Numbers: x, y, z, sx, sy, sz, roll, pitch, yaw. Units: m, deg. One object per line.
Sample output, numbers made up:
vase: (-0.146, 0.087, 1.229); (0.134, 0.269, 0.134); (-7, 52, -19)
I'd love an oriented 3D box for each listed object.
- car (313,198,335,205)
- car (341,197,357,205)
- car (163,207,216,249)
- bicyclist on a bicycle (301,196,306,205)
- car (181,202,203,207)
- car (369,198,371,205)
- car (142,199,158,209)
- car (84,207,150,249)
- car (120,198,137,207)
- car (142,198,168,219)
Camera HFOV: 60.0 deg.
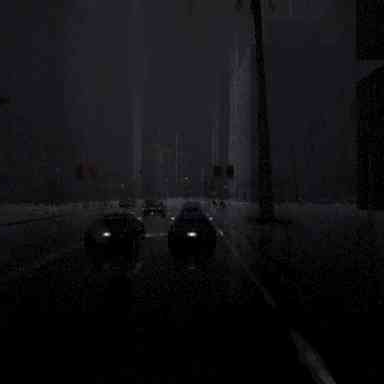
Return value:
car: (26.463, 1.866, 66.679); (4.206, 1.307, 1.802); (0, -1, -1)
car: (32.100, 1.710, 66.768); (4.097, 1.590, 1.967); (0, -1, -1)
car: (0.000, 1.590, 14.652); (1.994, 1.385, 4.181); (0, 0, 0)
bicyclist on a bicycle: (18.393, 1.425, 55.069); (0.582, 1.620, 1.656); (0, -1, -1)
car: (-0.001, 1.601, 29.655); (1.812, 1.442, 4.674); (0, 0, 0)
car: (32.228, 1.698, 58.243); (4.313, 1.339, 1.947); (0, -1, -1)
car: (-6.500, 1.780, 51.518); (1.837, 1.490, 4.892); (0, 0, 0)
car: (-3.251, 1.590, 14.652); (1.994, 1.385, 4.181); (0, 0, 0)
car: (-9.751, 1.731, 51.519); (1.882, 1.535, 5.008); (0, 0, 0)
car: (-3.251, 1.563, 29.655); (2.128, 1.511, 4.902); (0, 0, 0)
